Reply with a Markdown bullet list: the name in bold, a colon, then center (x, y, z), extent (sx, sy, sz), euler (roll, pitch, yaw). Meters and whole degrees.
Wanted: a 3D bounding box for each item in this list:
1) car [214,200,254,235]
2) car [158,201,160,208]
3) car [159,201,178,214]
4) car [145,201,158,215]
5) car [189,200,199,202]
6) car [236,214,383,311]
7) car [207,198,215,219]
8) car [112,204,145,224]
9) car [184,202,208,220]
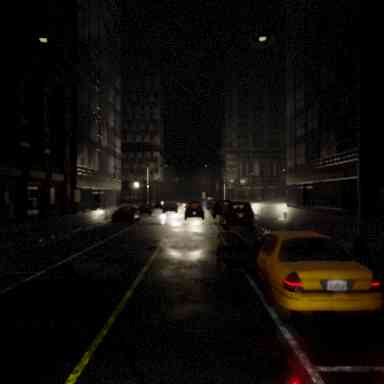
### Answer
- **car**: center (2.974, 1.561, 22.570), extent (2.192, 1.841, 5.009), euler (-1, -1, 0)
- **car**: center (-5.374, 2.185, 56.501), extent (1.947, 1.339, 4.313), euler (0, -1, 0)
- **car**: center (-2.796, 2.079, 42.951), extent (1.895, 1.301, 4.718), euler (0, -1, 1)
- **car**: center (-5.461, 2.033, 39.554), extent (1.802, 1.307, 4.206), euler (0, -1, 0)
- **car**: center (0.284, 1.849, 45.665), extent (2.097, 1.767, 4.553), euler (0, -1, 1)
- **car**: center (2.399, 1.542, 8.043), extent (1.801, 1.575, 5.366), euler (0, -1, 0)
- **car**: center (3.032, 1.684, 33.867), extent (2.192, 1.841, 5.009), euler (0, -1, 0)
- **car**: center (-5.520, 1.876, 28.258), extent (1.887, 1.381, 4.507), euler (-1, -1, 0)
- **car**: center (0.232, 1.925, 32.491), extent (1.994, 1.385, 4.181), euler (0, -1, 0)
